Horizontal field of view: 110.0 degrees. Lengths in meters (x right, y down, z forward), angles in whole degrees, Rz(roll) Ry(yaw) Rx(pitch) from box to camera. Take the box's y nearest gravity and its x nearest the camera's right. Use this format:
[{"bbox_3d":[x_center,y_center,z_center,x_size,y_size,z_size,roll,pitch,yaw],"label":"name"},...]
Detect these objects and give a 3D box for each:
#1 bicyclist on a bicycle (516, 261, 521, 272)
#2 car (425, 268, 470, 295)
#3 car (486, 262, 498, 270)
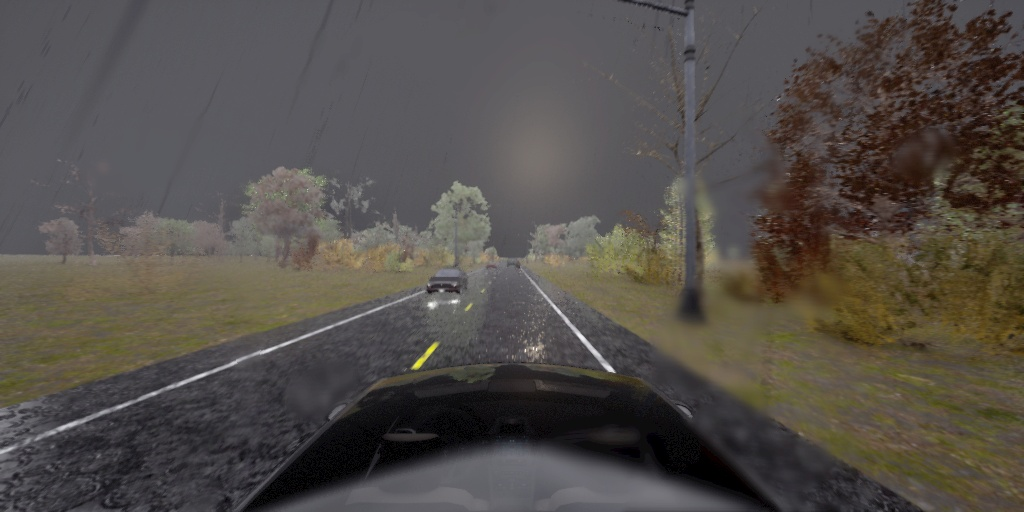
[{"bbox_3d":[0.939,1.474,47.399,0.582,1.620,1.656,0,-1,0],"label":"bicyclist on a bicycle"},{"bbox_3d":[-3.609,1.417,21.019,2.033,1.411,5.357,0,0,0],"label":"car"},{"bbox_3d":[-3.546,1.700,62.802,1.895,1.301,4.718,0,0,0],"label":"car"}]
